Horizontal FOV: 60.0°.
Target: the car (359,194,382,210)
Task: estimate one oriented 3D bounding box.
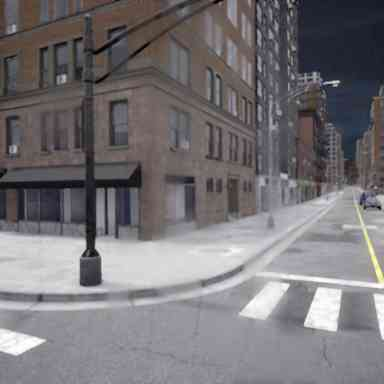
[{"bbox_3d":[21.457,1.349,39.680,2.033,1.411,5.357,0,0,26],"label":"car"}]

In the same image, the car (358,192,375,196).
[{"bbox_3d":[25.930,0.941,49.071,2.150,2.045,5.566,0,1,26],"label":"car"}]
